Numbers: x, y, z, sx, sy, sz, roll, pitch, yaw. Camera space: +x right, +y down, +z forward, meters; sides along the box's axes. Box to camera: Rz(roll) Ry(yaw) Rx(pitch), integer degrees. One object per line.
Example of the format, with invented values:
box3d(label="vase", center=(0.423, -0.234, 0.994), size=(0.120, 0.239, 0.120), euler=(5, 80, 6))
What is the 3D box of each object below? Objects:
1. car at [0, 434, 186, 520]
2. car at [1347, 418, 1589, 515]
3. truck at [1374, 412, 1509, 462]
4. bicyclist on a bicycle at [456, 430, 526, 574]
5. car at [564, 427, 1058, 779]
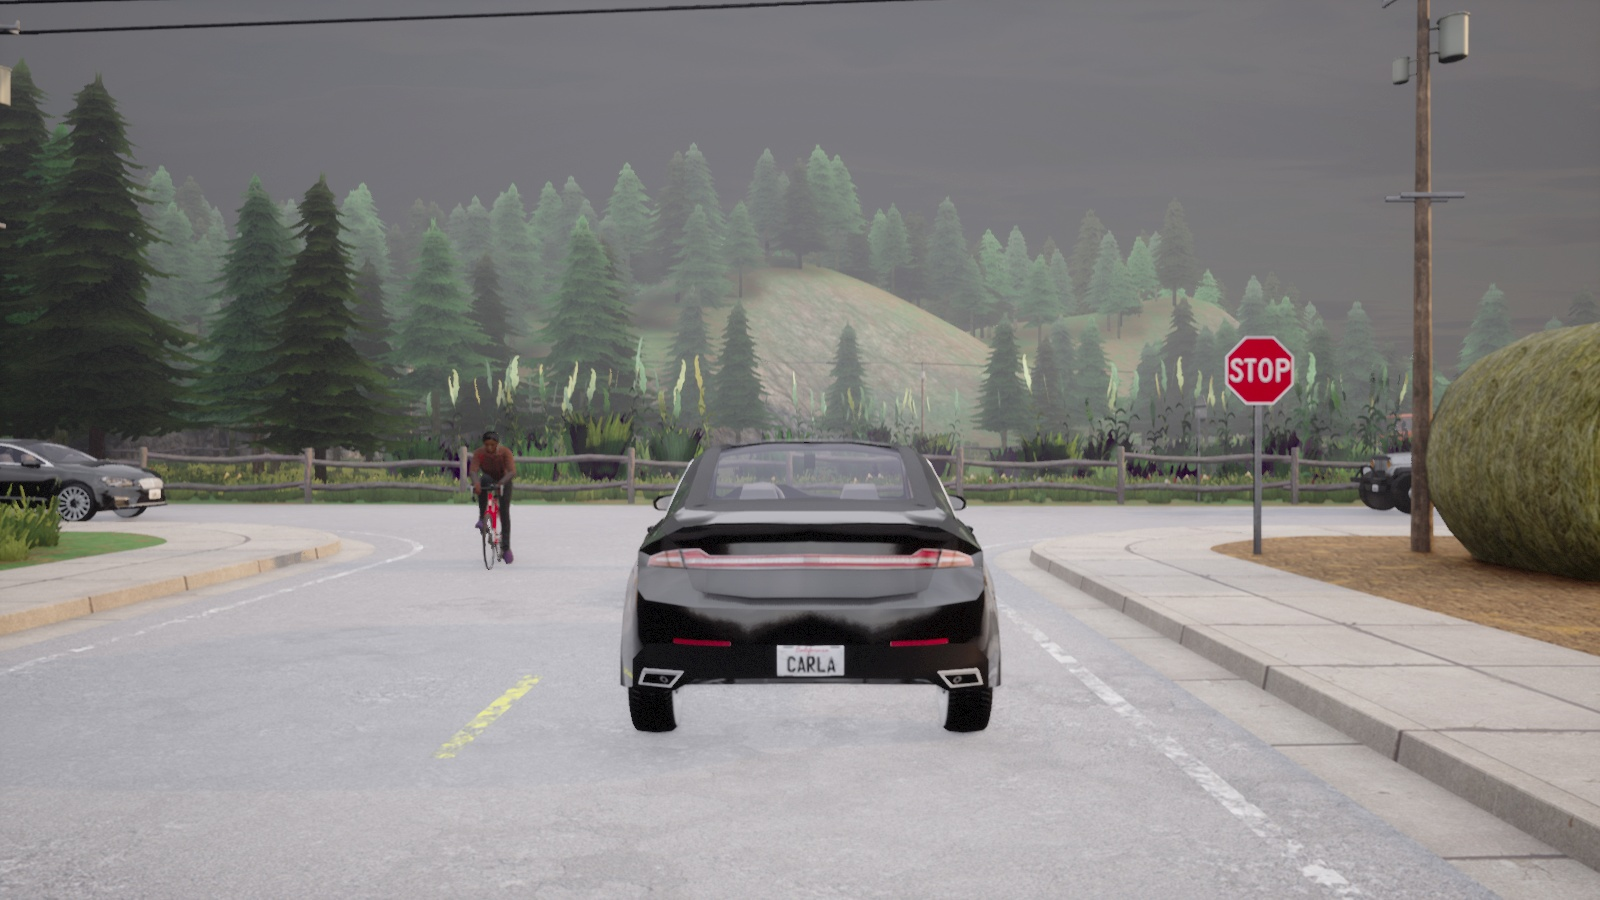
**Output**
box3d(label="car", center=(-14.394, 0.470, 23.384), size=(4.902, 1.511, 2.128), euler=(0, 0, 3))
box3d(label="car", center=(13.389, 0.316, 25.375), size=(3.866, 1.878, 1.905), euler=(0, 0, 3))
box3d(label="truck", center=(45.105, -0.903, 88.464), size=(7.936, 3.462, 2.891), euler=(0, 0, 2))
box3d(label="bicyclist on a bicycle", center=(-3.658, 0.577, 14.976), size=(0.582, 1.620, 1.656), euler=(-1, 1, -6))
box3d(label="car", center=(0.061, 0.640, 7.860), size=(2.128, 1.511, 4.902), euler=(0, 0, 0))
